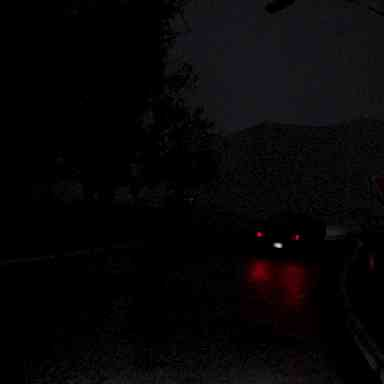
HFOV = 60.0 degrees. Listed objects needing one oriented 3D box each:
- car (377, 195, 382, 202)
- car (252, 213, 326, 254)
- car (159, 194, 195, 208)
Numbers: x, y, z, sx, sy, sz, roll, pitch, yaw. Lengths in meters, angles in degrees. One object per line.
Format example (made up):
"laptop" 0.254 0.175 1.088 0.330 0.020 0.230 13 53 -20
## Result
"car" 29.391 0.555 48.395 2.185 1.767 4.553 -1 1 -21
"car" 4.085 1.506 13.316 1.895 1.301 4.718 1 1 30
"car" -1.752 0.977 37.634 2.128 1.511 4.902 0 1 -42
